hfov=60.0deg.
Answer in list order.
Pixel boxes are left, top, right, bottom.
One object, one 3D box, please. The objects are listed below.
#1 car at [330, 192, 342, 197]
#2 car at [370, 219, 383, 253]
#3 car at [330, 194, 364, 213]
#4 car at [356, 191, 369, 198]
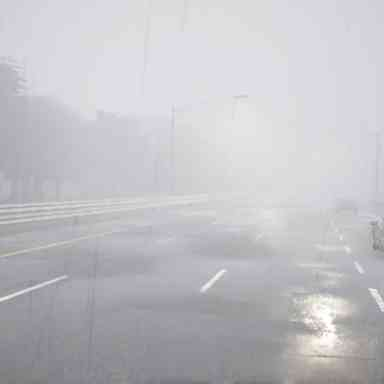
[{"bbox_3d":[26.146,0.748,59.902,2.097,1.767,4.553,1,1,29],"label":"car"},{"bbox_3d":[7.105,1.416,10.750,1.837,1.490,4.892,1,1,20],"label":"car"},{"bbox_3d":[14.815,1.229,32.101,2.033,1.411,5.357,1,1,20],"label":"car"},{"bbox_3d":[40.516,0.612,79.009,4.553,1.767,2.097,0,1,-42],"label":"car"}]
